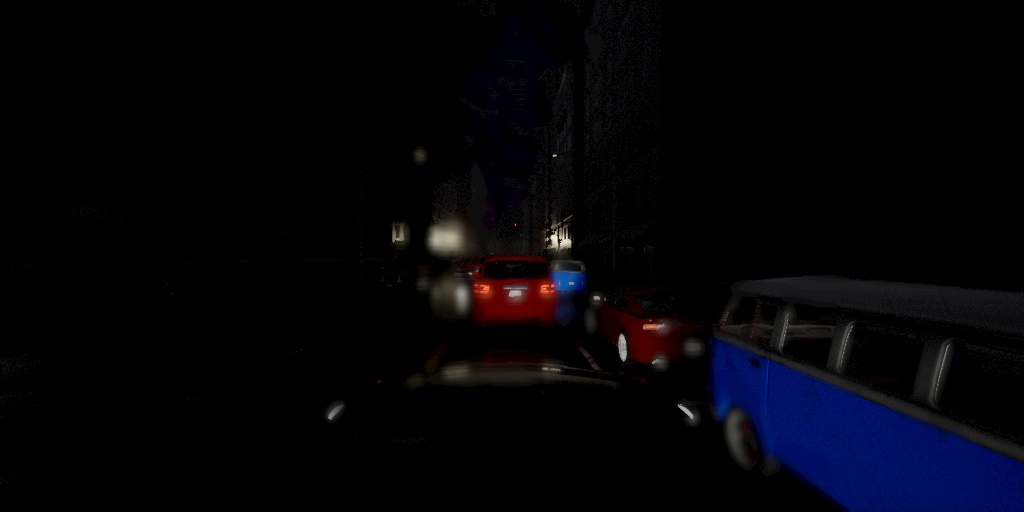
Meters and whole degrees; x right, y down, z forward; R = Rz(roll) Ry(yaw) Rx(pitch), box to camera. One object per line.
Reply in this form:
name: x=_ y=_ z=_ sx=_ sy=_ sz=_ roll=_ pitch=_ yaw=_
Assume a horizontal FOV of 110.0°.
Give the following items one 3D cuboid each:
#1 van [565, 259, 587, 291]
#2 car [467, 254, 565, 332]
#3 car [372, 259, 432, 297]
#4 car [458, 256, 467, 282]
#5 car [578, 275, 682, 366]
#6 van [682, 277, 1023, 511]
van: x=2.876 y=1.086 z=19.161 sx=1.690 sy=1.789 sz=3.998 roll=0 pitch=0 yaw=0
car: x=0.111 y=0.970 z=11.061 sx=2.150 sy=2.045 sz=5.566 roll=0 pitch=0 yaw=0
car: x=-5.649 y=1.060 z=19.131 sx=2.192 sy=1.841 sz=5.009 roll=0 pitch=0 yaw=0
car: x=-2.973 y=0.961 z=28.987 sx=2.150 sy=2.045 sz=5.566 roll=0 pitch=0 yaw=0
car: x=2.863 y=1.294 z=7.840 sx=1.888 sy=1.381 sz=4.507 roll=0 pitch=0 yaw=0
van: x=2.856 y=1.091 z=2.179 sx=1.690 sy=1.789 sz=3.998 roll=0 pitch=0 yaw=0
